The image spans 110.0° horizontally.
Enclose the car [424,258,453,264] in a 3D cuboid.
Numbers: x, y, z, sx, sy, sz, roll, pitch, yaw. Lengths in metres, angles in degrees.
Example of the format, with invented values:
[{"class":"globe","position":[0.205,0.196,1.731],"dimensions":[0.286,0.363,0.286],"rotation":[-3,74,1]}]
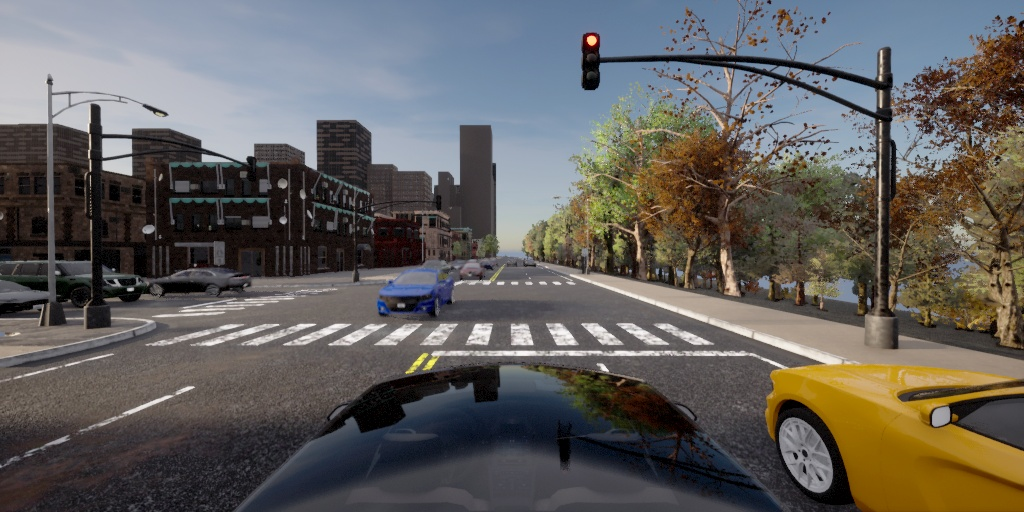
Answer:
[{"class":"car","position":[-6.631,1.093,30.496],"dimensions":[2.097,1.767,4.553],"rotation":[0,0,0]}]

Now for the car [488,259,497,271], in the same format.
[{"class":"car","position":[-3.393,1.334,47.635],"dimensions":[1.895,1.301,4.718],"rotation":[0,0,0]}]

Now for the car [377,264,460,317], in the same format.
[{"class":"car","position":[-3.364,1.225,13.358],"dimensions":[1.882,1.535,5.008],"rotation":[0,0,0]}]

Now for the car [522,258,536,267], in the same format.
[{"class":"car","position":[3.272,1.290,64.483],"dimensions":[1.994,1.385,4.181],"rotation":[0,0,1]}]

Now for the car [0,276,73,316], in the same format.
[{"class":"car","position":[-19.960,1.564,13.482],"dimensions":[4.313,1.339,1.948],"rotation":[0,0,0]}]

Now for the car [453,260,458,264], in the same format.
[{"class":"car","position":[-6.645,1.227,45.914],"dimensions":[2.128,1.511,4.902],"rotation":[0,0,0]}]

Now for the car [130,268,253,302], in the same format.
[{"class":"car","position":[-16.734,1.396,19.238],"dimensions":[4.902,1.511,2.128],"rotation":[-1,1,0]}]

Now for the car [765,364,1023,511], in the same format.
[{"class":"car","position":[3.351,1.228,1.378],"dimensions":[1.882,1.535,5.008],"rotation":[0,0,0]}]

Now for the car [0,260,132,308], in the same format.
[{"class":"car","position":[-20.012,1.194,16.183],"dimensions":[5.566,2.045,2.150],"rotation":[-1,1,0]}]

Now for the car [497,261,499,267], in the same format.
[{"class":"car","position":[-3.375,1.292,62.441],"dimensions":[1.994,1.385,4.181],"rotation":[0,0,0]}]

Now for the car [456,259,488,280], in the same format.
[{"class":"car","position":[-3.382,1.267,30.950],"dimensions":[1.812,1.442,4.674],"rotation":[0,0,0]}]
